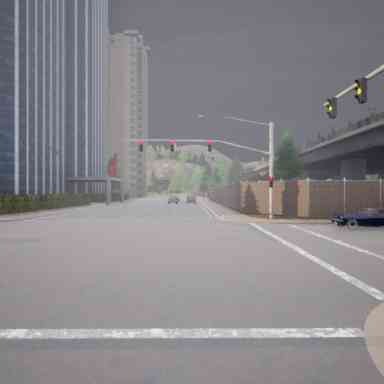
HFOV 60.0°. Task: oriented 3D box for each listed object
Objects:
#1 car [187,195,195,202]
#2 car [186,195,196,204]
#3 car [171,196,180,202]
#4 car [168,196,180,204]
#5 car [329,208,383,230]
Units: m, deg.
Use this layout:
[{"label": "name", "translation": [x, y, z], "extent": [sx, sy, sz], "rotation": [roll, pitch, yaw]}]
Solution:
[{"label": "car", "translation": [-0.163, 1.384, 73.919], "extent": [1.812, 1.442, 4.674], "rotation": [0, 0, 0]}, {"label": "car", "translation": [-0.140, 1.547, 63.517], "extent": [2.033, 1.411, 5.357], "rotation": [0, 0, 0]}, {"label": "car", "translation": [-3.663, 1.455, 73.941], "extent": [1.895, 1.301, 4.718], "rotation": [0, 0, 0]}, {"label": "car", "translation": [-3.640, 1.547, 63.510], "extent": [2.033, 1.411, 5.357], "rotation": [0, 0, 0]}, {"label": "car", "translation": [11.344, 1.656, 21.092], "extent": [4.718, 1.301, 1.895], "rotation": [0, 0, 1]}]
